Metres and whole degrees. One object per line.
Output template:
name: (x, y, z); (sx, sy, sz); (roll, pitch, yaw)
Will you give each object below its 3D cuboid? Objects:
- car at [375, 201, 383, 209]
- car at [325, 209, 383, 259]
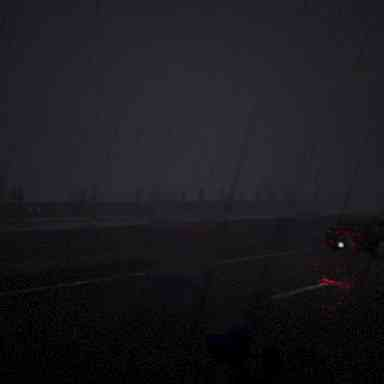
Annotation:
car: (30.201, 2.151, 52.401); (2.033, 1.411, 5.357); (0, 0, 37)
car: (7.354, 1.657, 13.378); (4.892, 1.490, 1.837); (0, 0, -35)
